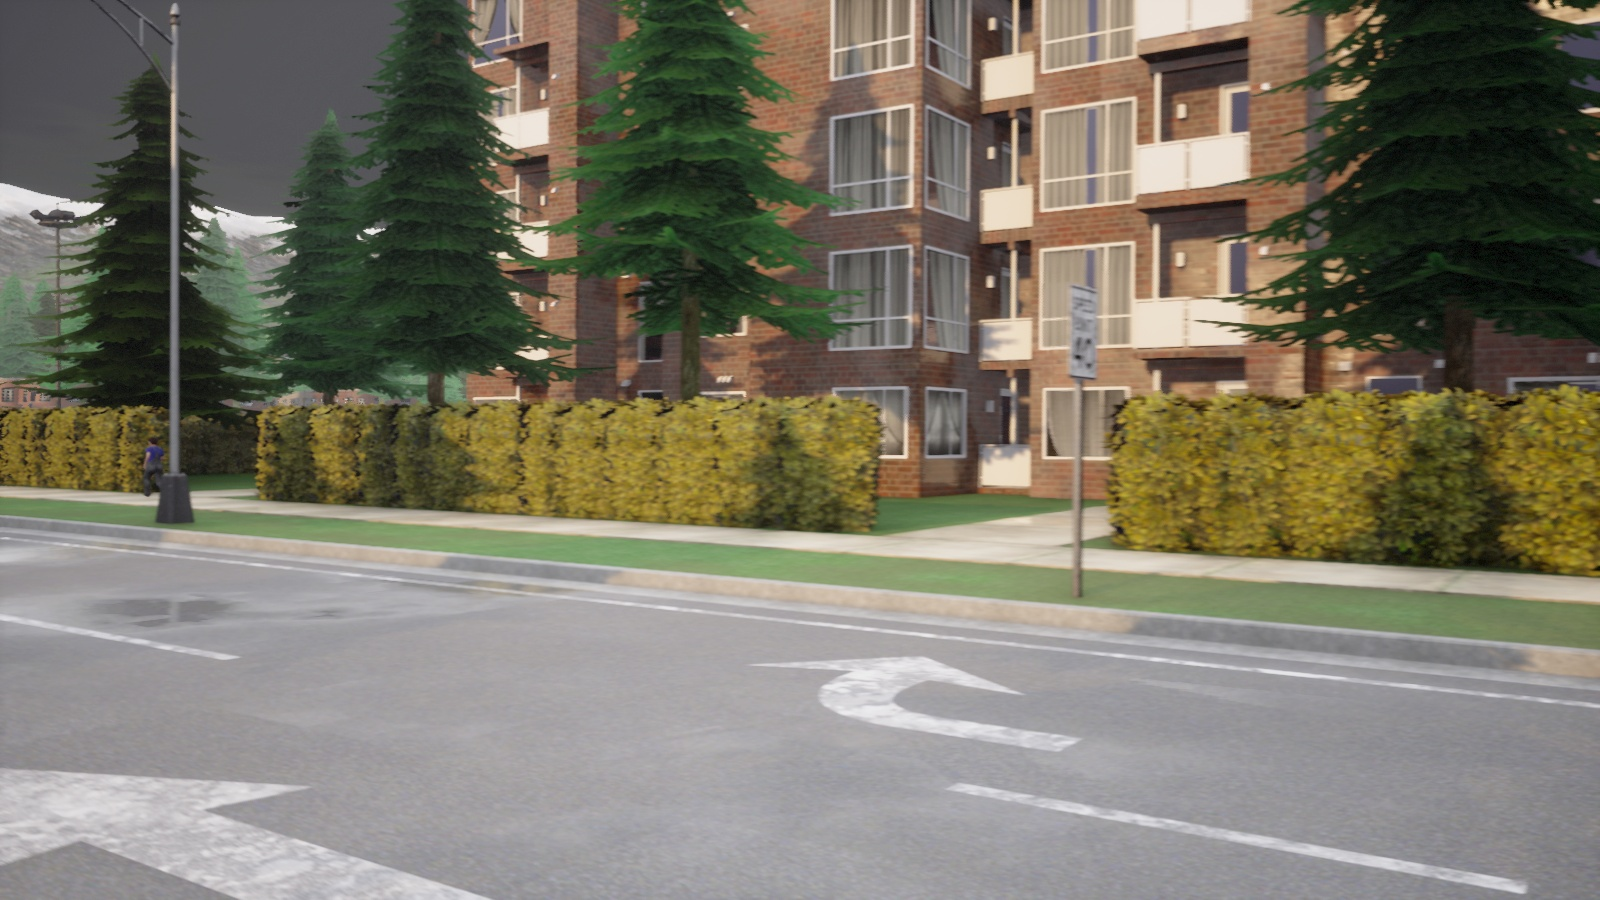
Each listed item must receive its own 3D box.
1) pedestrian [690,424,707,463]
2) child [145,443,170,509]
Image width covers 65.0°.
[{"bbox_3d":[-5.129,-0.331,63.303,0.423,1.949,0.788,0,1,34],"label":"pedestrian"},{"bbox_3d":[-12.550,0.507,24.523,0.437,1.263,0.270,0,1,39],"label":"child"}]
